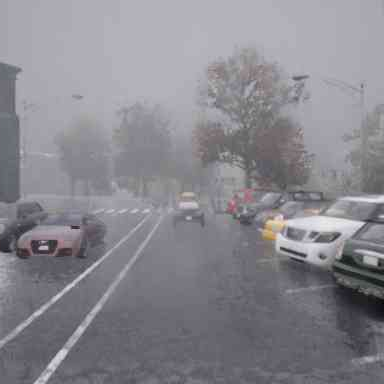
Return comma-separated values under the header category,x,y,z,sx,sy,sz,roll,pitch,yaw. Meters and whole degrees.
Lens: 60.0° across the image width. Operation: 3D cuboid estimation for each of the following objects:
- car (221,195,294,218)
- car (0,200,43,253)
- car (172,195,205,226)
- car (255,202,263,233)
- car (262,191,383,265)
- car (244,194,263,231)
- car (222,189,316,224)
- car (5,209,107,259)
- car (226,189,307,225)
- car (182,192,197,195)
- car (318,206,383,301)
category,x,y,z,sx,sy,sz,roll,pitch,yaw
car,4.885,1.031,24.721,4.892,1.521,2.231,0,1,-22
car,-7.188,1.181,12.781,2.097,1.767,4.553,0,1,-1
car,-0.229,1.178,20.101,1.812,1.442,4.674,0,2,-2
car,5.376,1.314,12.915,5.366,1.575,1.946,0,1,-21
car,5.232,1.121,9.844,5.566,2.045,2.435,0,1,-21
car,5.174,1.124,15.817,4.553,1.767,2.185,0,2,-22
car,5.014,0.852,21.758,5.566,2.045,2.435,0,1,-22
car,-4.370,1.414,11.745,1.994,1.385,4.181,0,1,-1
car,5.048,0.926,18.757,5.566,2.045,2.435,0,2,-22
car,-0.229,0.745,35.962,1.882,1.535,5.008,0,2,4
car,5.265,1.293,6.876,4.553,1.767,2.185,0,1,-21
